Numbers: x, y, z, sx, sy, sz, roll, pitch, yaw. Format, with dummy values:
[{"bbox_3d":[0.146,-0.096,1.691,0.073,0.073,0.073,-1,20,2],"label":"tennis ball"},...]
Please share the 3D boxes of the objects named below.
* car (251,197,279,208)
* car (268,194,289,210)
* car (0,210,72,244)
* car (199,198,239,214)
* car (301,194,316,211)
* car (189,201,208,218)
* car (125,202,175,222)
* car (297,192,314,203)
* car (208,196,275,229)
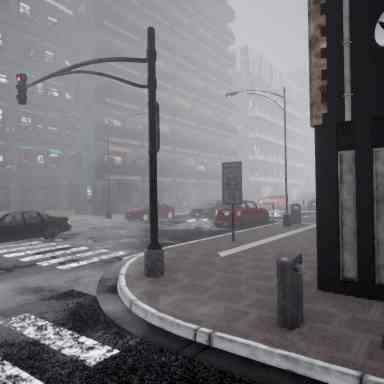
[{"bbox_3d":[9.509,1.310,43.031,1.947,1.339,4.313,-1,0,36],"label":"car"},{"bbox_3d":[9.546,1.073,38.664,2.097,1.767,4.553,-1,0,36],"label":"car"},{"bbox_3d":[-7.712,1.507,14.128,2.033,1.411,5.357,-1,0,28],"label":"car"},{"bbox_3d":[2.843,1.383,33.870,2.008,1.369,4.403,-1,0,36],"label":"car"},{"bbox_3d":[12.951,1.195,33.521,1.947,1.339,4.313,-1,0,36],"label":"car"},{"bbox_3d":[1.972,1.370,28.281,2.033,1.411,5.357,-1,0,36],"label":"car"},{"bbox_3d":[-3.175,1.458,25.755,1.887,1.381,4.507,-1,0,36],"label":"car"},{"bbox_3d":[19.503,0.930,56.772,2.192,1.841,5.009,-1,0,36],"label":"car"},{"bbox_3d":[3.042,1.200,19.717,1.967,1.590,4.097,-1,0,36],"label":"car"}]
